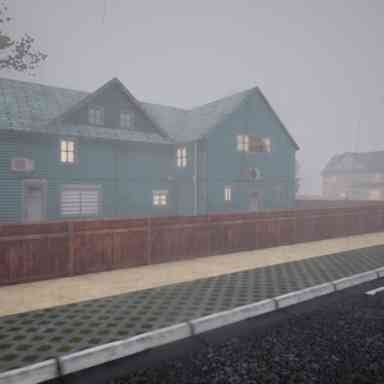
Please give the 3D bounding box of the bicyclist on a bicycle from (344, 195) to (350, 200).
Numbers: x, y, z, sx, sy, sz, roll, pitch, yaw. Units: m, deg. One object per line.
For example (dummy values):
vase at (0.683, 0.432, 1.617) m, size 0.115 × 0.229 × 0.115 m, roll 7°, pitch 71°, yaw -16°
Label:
bicyclist on a bicycle at (17.041, 1.196, 36.559) m, size 1.656 × 1.620 × 0.582 m, roll -1°, pitch 1°, yaw -36°
